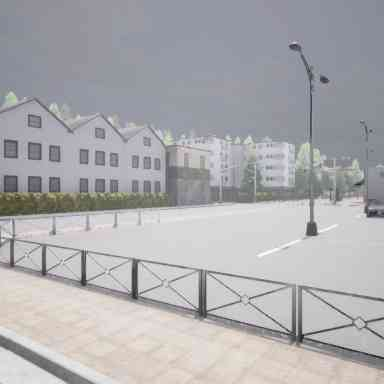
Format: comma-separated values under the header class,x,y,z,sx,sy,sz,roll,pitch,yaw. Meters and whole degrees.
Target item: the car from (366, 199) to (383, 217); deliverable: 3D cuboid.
class,x,y,z,sx,sy,sz,roll,pitch,yaw
car,15.380,1.298,26.835,2.007,1.523,4.514,0,0,35
